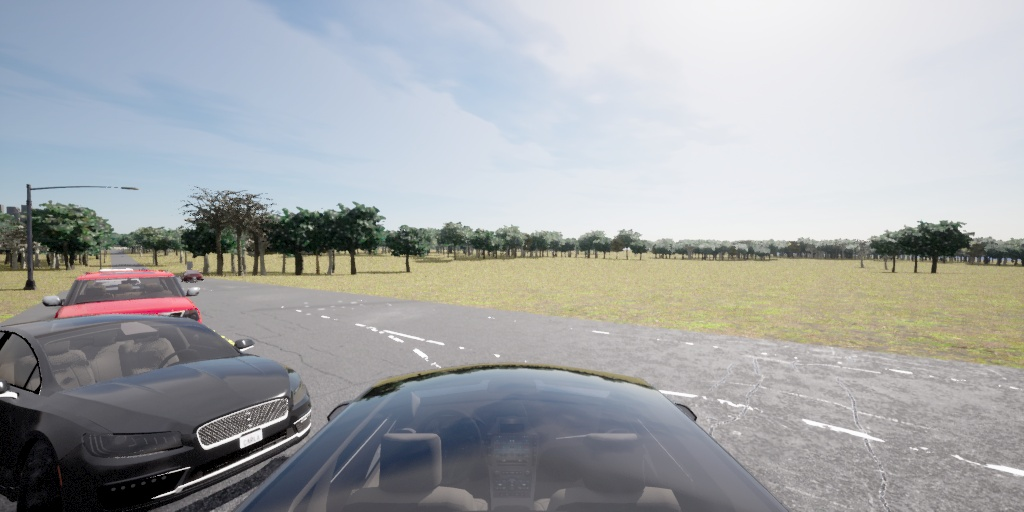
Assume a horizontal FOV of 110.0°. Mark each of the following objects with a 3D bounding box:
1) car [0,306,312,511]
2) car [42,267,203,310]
[{"bbox_3d":[-4.502,1.445,4.019,4.892,1.490,1.837,-3,-3,22],"label":"car"},{"bbox_3d":[-9.341,1.386,8.740,5.566,2.045,2.150,-2,0,42],"label":"car"}]
